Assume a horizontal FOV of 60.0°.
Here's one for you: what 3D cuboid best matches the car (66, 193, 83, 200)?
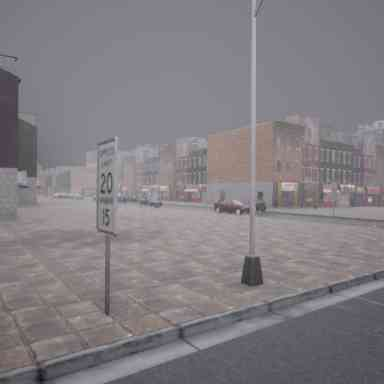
[{"bbox_3d":[-24.698,0.965,71.250,2.008,1.369,4.403,1,0,-35],"label":"car"}]

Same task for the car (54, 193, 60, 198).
[{"bbox_3d":[-31.055,0.892,80.212,1.887,1.381,4.507,1,0,-35],"label":"car"}]

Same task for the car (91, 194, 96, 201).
[{"bbox_3d":[-16.190,1.019,58.584,1.837,1.490,4.892,1,0,-35],"label":"car"}]

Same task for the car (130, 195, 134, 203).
[{"bbox_3d":[-10.072,1.194,55.350,1.895,1.301,4.718,1,0,-35],"label":"car"}]

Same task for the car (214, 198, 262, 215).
[{"bbox_3d":[3.906,1.367,30.921,1.887,1.381,4.507,1,0,-35],"label":"car"}]

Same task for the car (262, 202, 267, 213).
[{"bbox_3d":[5.281,1.312,33.657,1.882,1.535,5.008,1,0,-35],"label":"car"}]

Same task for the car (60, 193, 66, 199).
[{"bbox_3d":[-27.876,0.924,75.731,1.887,1.381,4.507,1,0,-35],"label":"car"}]

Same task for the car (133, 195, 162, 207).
[{"bbox_3d":[-5.628,1.230,44.363,1.947,1.339,4.313,1,0,-35],"label":"car"}]

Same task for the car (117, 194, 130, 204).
[{"bbox_3d":[-12.135,1.047,52.877,1.882,1.535,5.008,1,0,-35],"label":"car"}]
